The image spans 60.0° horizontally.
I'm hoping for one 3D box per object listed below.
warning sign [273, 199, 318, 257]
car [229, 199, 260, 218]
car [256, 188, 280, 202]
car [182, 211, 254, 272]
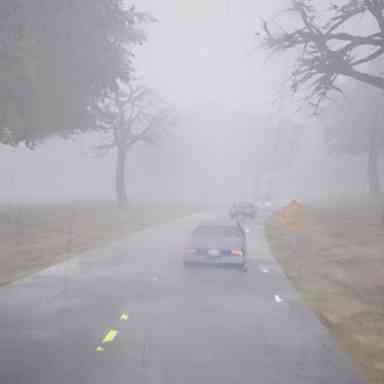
[{"bbox_3d":[3.485,1.181,11.343,1.300,1.860,1.060,0,0,7],"label":"warning sign"},{"bbox_3d":[4.359,1.511,27.584,1.895,1.301,4.718,0,1,17],"label":"car"},{"bbox_3d":[12.215,0.465,53.791,2.150,2.045,5.566,0,1,30],"label":"car"},{"bbox_3d":[0.914,1.609,11.103,2.033,1.411,5.357,0,0,8],"label":"car"}]
